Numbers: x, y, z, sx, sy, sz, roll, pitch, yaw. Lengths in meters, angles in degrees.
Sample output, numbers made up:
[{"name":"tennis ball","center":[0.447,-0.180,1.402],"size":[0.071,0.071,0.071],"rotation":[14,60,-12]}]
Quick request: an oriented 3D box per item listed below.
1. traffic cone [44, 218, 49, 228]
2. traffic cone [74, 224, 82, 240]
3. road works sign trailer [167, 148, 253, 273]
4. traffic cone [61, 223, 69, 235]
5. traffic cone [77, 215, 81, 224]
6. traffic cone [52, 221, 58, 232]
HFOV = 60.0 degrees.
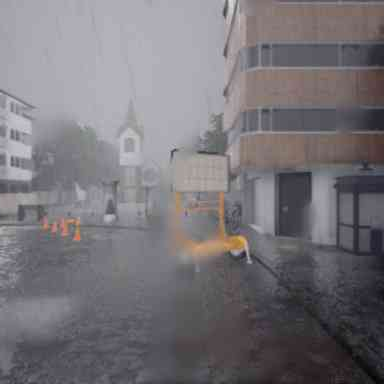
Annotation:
[{"name":"traffic cone","center":[-8.926,1.910,20.373],"size":[0.340,0.580,0.340],"rotation":[0,0,-37]},{"name":"traffic cone","center":[-5.347,1.923,15.557],"size":[0.340,0.580,0.340],"rotation":[0,0,-37]},{"name":"road works sign trailer","center":[0.192,0.441,10.950],"size":[2.380,3.560,2.880],"rotation":[0,0,-37]},{"name":"traffic cone","center":[-6.540,1.920,17.162],"size":[0.340,0.580,0.340],"rotation":[0,0,-37]},{"name":"traffic cone","center":[-7.321,1.804,21.566],"size":[0.340,0.580,0.340],"rotation":[0,0,-37]},{"name":"traffic cone","center":[-7.733,1.915,18.767],"size":[0.340,0.580,0.340],"rotation":[0,0,-37]}]
